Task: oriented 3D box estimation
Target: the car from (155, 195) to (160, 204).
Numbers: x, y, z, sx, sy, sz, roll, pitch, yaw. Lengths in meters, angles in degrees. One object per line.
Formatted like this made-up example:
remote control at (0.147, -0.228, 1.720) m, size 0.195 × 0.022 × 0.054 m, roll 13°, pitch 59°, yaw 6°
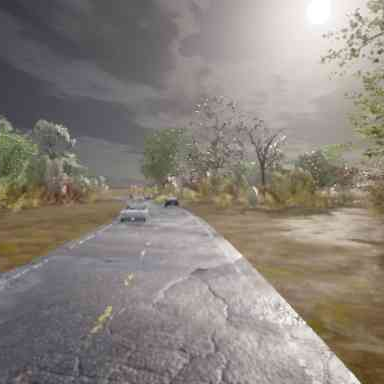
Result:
car at (-4.780, 1.353, 57.684) m, size 1.882 × 1.535 × 5.008 m, roll 0°, pitch 0°, yaw -11°

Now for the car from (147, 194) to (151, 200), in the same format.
car at (-11.369, 1.230, 81.790) m, size 2.033 × 1.411 × 5.357 m, roll 0°, pitch 0°, yaw -16°

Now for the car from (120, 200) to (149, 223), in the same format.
car at (-4.269, 1.550, 25.181) m, size 1.895 × 1.301 × 4.718 m, roll 0°, pitch 0°, yaw -5°

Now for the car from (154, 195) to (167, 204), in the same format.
car at (-6.042, 1.318, 63.792) m, size 1.801 × 1.575 × 5.366 m, roll 0°, pitch 0°, yaw -12°

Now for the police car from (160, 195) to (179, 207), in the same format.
police car at (-3.023, 1.320, 47.871) m, size 1.930 × 1.638 × 5.238 m, roll 0°, pitch 0°, yaw -9°

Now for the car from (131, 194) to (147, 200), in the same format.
car at (-10.594, 1.212, 66.236) m, size 2.097 × 1.767 × 4.553 m, roll 0°, pitch 0°, yaw -12°
